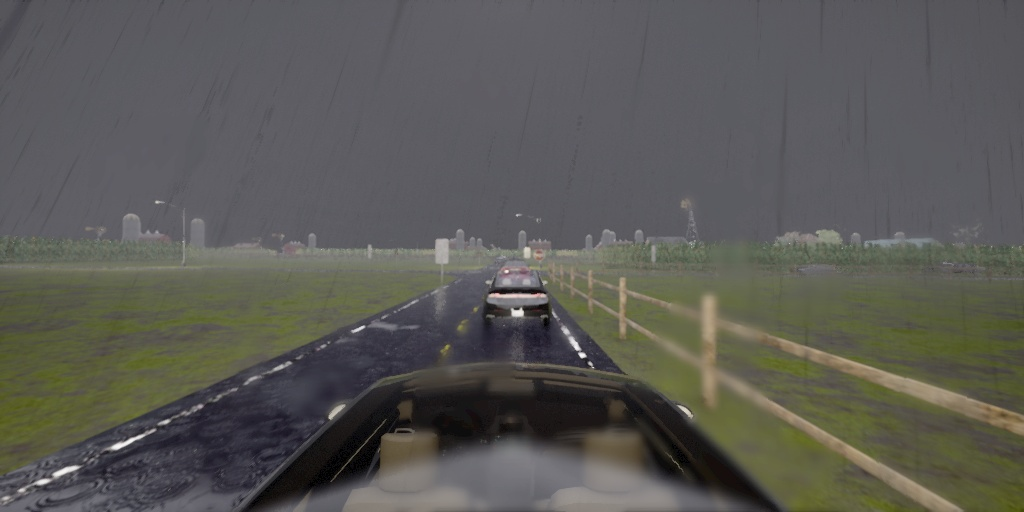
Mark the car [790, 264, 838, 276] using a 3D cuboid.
[{"bbox_3d":[33.816,1.543,40.227,4.181,1.385,1.994,1,0,1],"label":"car"}]

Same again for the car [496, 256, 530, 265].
[{"bbox_3d":[0.221,0.981,24.797,2.097,1.767,4.553,0,0,0],"label":"car"}]

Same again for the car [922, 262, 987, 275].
[{"bbox_3d":[49.329,1.332,40.004,5.357,1.411,2.033,1,0,1],"label":"car"}]

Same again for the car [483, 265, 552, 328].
[{"bbox_3d":[0.149,1.194,11.260,2.128,1.511,4.902,0,0,0],"label":"car"}]
